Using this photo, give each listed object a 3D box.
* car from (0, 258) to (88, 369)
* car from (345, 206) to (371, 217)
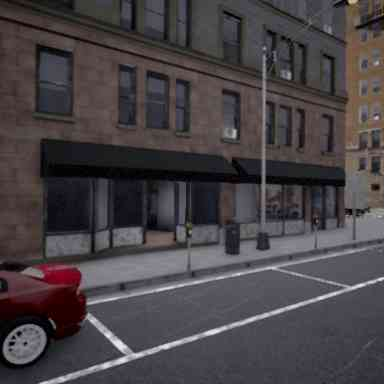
[{"bbox_3d":[-3.649,1.545,4.154,4.507,1.381,1.887,0,1,-35],"label":"car"},{"bbox_3d":[12.358,1.433,28.708,1.895,1.301,4.718,1,0,-35],"label":"car"}]
